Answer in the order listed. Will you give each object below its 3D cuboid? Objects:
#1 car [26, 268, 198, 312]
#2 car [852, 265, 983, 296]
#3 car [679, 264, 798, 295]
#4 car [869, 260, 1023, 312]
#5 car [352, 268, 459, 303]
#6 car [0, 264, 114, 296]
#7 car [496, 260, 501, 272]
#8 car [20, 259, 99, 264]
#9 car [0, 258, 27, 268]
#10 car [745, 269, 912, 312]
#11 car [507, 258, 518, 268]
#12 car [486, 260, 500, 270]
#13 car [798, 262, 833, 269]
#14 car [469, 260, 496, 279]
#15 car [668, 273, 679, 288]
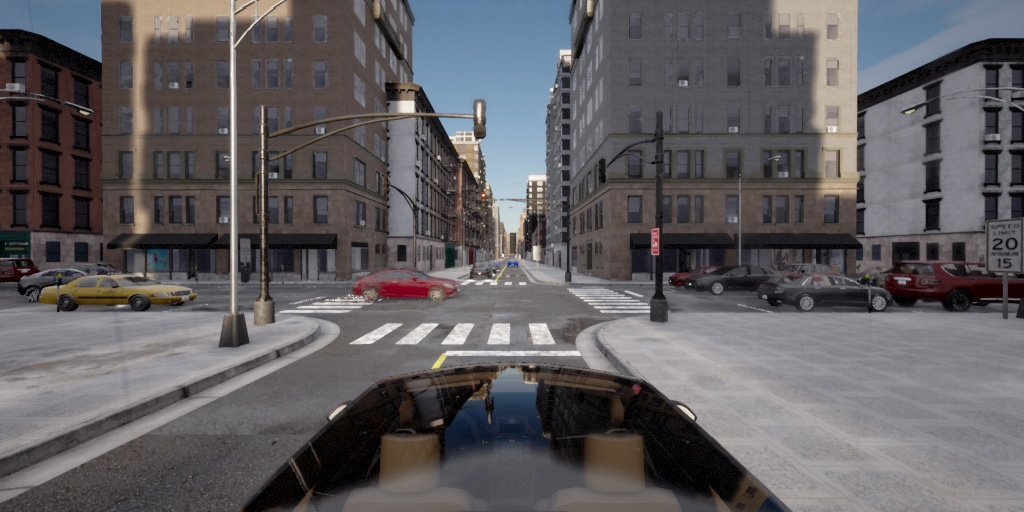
[{"bbox_3d":[-14.885,1.293,13.704,4.829,1.417,1.751,0,0,0],"label":"car"},{"bbox_3d":[21.401,1.255,19.073,4.892,1.490,1.837,0,0,0],"label":"car"},{"bbox_3d":[11.919,1.253,19.100,4.892,1.490,1.837,0,0,0],"label":"car"},{"bbox_3d":[17.200,1.091,13.601,5.009,1.841,2.192,0,0,0],"label":"car"},{"bbox_3d":[-4.744,1.279,16.202,4.674,1.442,1.812,0,0,0],"label":"car"},{"bbox_3d":[-19.112,1.247,16.248,4.902,1.511,2.128,0,0,0],"label":"car"},{"bbox_3d":[-2.754,1.305,42.813,2.033,1.411,5.357,0,0,0],"label":"car"},{"bbox_3d":[-26.352,1.166,21.765,4.097,1.591,1.967,0,0,0],"label":"car"},{"bbox_3d":[-32.014,1.040,21.784,5.009,1.841,2.192,0,0,0],"label":"car"},{"bbox_3d":[11.791,1.325,13.619,4.403,1.370,2.007,0,0,0],"label":"car"},{"bbox_3d":[0.144,1.245,63.126,1.882,1.535,5.008,0,0,0],"label":"car"},{"bbox_3d":[-2.723,1.287,53.107,1.812,1.442,4.674,0,0,0],"label":"car"},{"bbox_3d":[17.226,1.177,21.627,4.097,1.591,1.967,0,0,0],"label":"car"},{"bbox_3d":[-2.777,1.259,33.016,1.837,1.490,4.892,0,0,0],"label":"car"},{"bbox_3d":[11.817,1.280,21.644,4.507,1.381,1.888,0,0,0],"label":"car"}]
